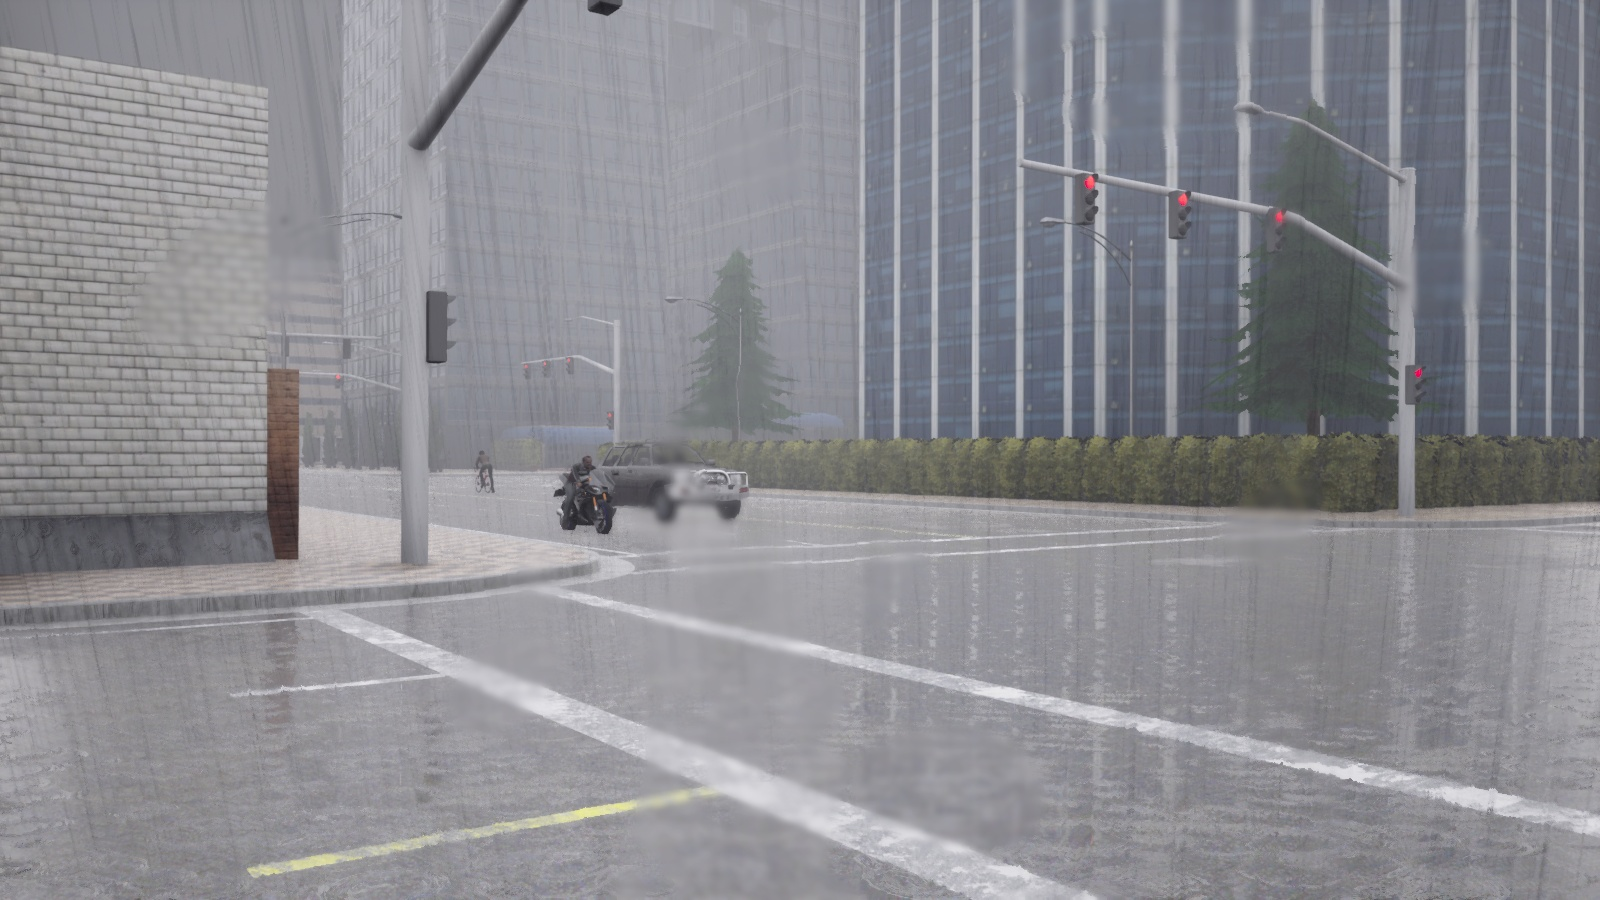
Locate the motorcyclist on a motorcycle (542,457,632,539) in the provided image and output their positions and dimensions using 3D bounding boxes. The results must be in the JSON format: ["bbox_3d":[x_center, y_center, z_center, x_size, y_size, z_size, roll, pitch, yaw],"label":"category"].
[{"bbox_3d":[-4.179,0.904,24.514,0.866,1.530,2.191,0,-1,-35],"label":"motorcyclist on a motorcycle"}]

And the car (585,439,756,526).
[{"bbox_3d":[-3.097,0.695,29.092,1.932,1.855,4.605,0,0,-35],"label":"car"}]
